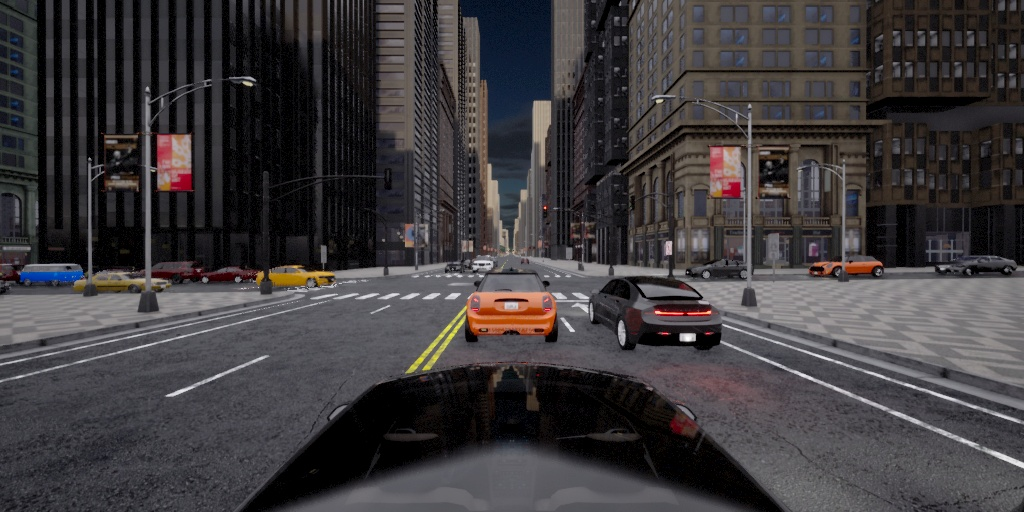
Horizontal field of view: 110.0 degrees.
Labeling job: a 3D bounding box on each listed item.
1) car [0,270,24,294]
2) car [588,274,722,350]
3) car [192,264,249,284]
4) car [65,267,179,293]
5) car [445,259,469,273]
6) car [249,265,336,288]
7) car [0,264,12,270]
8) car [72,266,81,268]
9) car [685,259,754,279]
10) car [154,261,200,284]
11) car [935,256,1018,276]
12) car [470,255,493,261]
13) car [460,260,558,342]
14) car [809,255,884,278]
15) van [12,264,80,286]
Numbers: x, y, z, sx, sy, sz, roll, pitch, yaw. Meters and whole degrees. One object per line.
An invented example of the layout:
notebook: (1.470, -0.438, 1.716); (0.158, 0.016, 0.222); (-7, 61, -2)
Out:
car: (-33.819, 1.751, 22.083); (4.403, 1.370, 2.007); (0, 0, 0)
car: (3.236, 1.254, 9.036); (1.837, 1.490, 4.892); (0, 0, 0)
car: (-24.037, 1.576, 30.611); (4.507, 1.381, 1.888); (0, 0, 0)
car: (-23.878, 1.593, 22.084); (4.829, 1.417, 1.751); (0, 0, 0)
car: (-6.692, 1.295, 42.450); (1.994, 1.385, 4.181); (0, 0, 0)
car: (-14.656, 1.389, 24.484); (5.008, 1.535, 1.882); (-2, 0, 4)
car: (-44.386, 1.621, 30.634); (5.009, 1.841, 2.192); (0, 0, 0)
car: (-34.212, 1.751, 30.622); (4.207, 1.307, 1.802); (0, 0, 0)
car: (16.129, 1.003, 27.975); (4.892, 1.490, 1.837); (-1, 0, 0)
car: (-29.125, 1.414, 30.617); (5.009, 1.841, 2.192); (0, 0, 0)
car: (36.092, 0.724, 27.979); (4.902, 1.511, 2.128); (-1, 0, 0)
car: (-3.444, 0.952, 43.292); (2.150, 2.045, 5.566); (0, 0, 0)
car: (-0.006, 1.101, 9.897); (2.097, 1.767, 4.553); (0, 0, 0)
car: (25.956, 0.719, 27.978); (4.553, 1.767, 2.097); (-1, 0, 0)
van: (-39.299, 1.578, 30.628); (3.998, 1.789, 1.690); (0, 0, 0)
